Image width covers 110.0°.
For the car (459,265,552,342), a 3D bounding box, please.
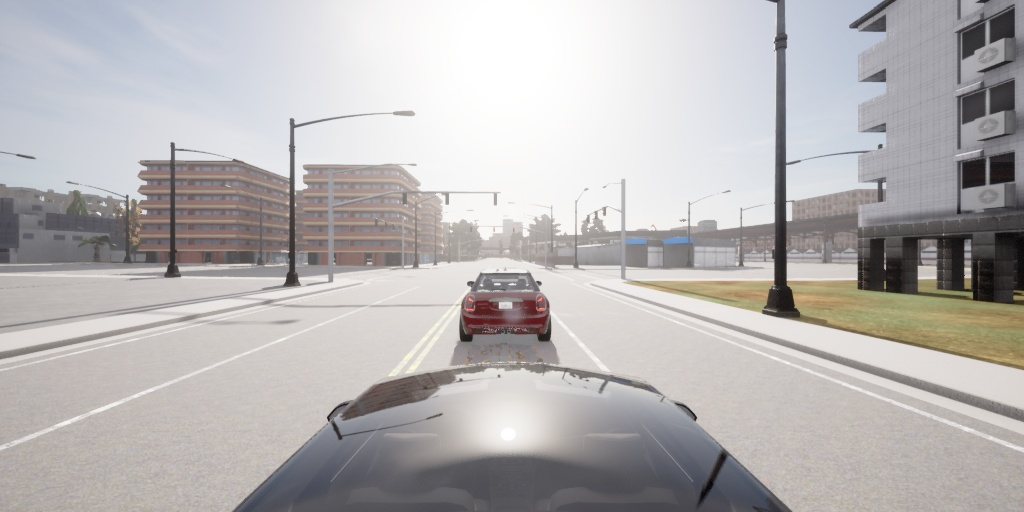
[{"bbox_3d":[-0.203,1.102,9.981,2.097,1.767,4.553,0,0,-2],"label":"car"}]
